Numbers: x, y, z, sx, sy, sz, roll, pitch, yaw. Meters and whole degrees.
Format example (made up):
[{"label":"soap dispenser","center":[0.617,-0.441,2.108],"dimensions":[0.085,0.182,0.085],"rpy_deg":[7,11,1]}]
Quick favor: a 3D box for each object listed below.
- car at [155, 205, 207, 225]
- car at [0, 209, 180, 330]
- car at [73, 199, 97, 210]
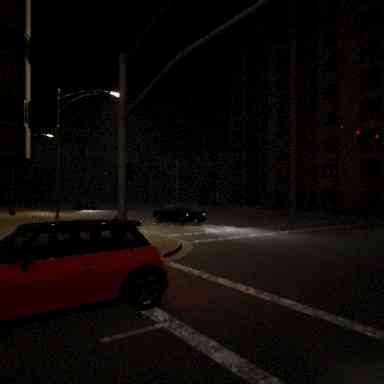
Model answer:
[{"label":"car","center":[-0.989,1.646,24.595],"dimensions":[1.895,1.301,4.718],"rpy_deg":[0,0,-36]},{"label":"car","center":[-2.757,1.355,6.195],"dimensions":[4.553,1.767,2.097],"rpy_deg":[0,0,-35]},{"label":"car","center":[-13.509,1.608,42.005],"dimensions":[1.994,1.385,4.181],"rpy_deg":[0,0,-36]}]
